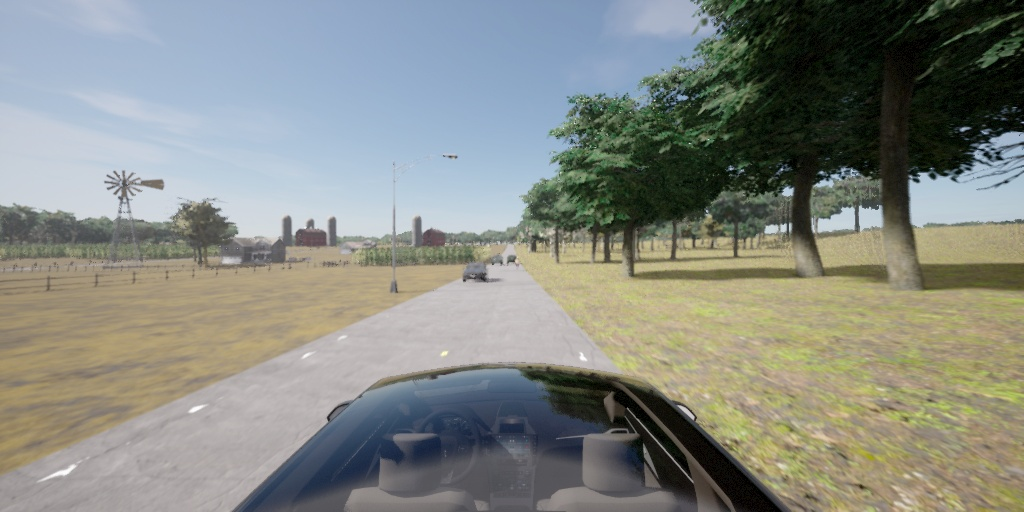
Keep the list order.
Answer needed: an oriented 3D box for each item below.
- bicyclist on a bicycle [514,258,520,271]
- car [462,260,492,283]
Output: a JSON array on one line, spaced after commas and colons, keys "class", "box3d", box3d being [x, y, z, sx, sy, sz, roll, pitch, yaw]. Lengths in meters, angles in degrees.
[{"class": "bicyclist on a bicycle", "box3d": [0.736, 1.203, 48.897, 0.866, 1.612, 1.509, 0, 0, 0]}, {"class": "car", "box3d": [-2.850, 1.286, 28.831, 1.837, 1.490, 4.892, 0, 0, 0]}]
